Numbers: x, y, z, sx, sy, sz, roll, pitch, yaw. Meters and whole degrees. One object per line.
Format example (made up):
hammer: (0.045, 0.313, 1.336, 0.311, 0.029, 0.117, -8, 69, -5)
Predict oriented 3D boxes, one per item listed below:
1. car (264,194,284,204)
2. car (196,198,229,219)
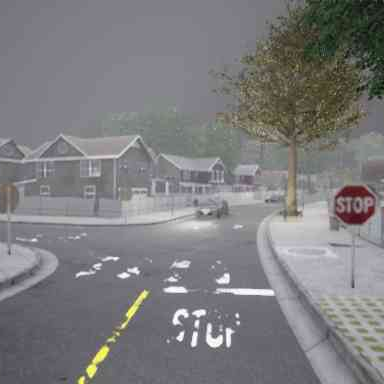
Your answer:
car: (12.205, 0.971, 48.925, 2.033, 1.411, 5.357, 0, 1, 30)
car: (1.718, 1.228, 26.438, 2.128, 1.511, 4.902, 0, 1, 18)
